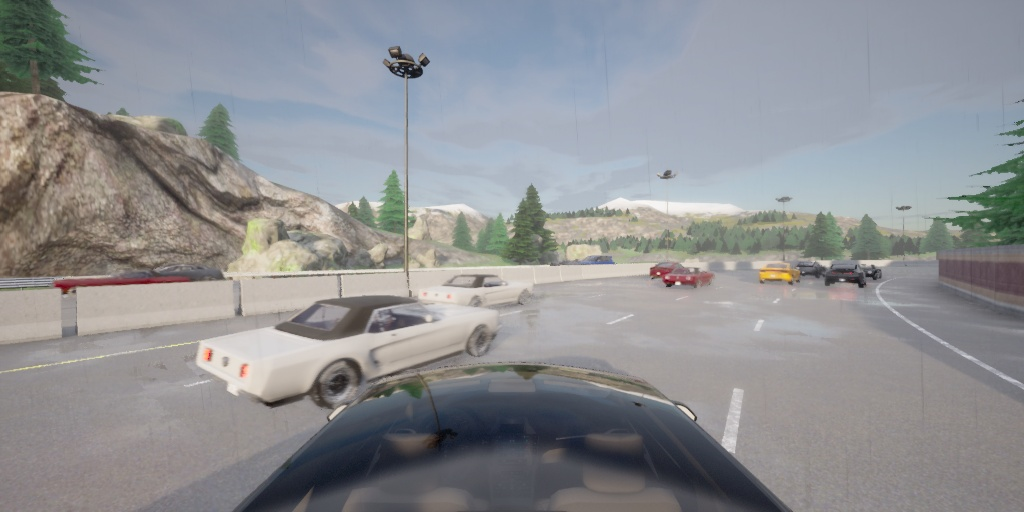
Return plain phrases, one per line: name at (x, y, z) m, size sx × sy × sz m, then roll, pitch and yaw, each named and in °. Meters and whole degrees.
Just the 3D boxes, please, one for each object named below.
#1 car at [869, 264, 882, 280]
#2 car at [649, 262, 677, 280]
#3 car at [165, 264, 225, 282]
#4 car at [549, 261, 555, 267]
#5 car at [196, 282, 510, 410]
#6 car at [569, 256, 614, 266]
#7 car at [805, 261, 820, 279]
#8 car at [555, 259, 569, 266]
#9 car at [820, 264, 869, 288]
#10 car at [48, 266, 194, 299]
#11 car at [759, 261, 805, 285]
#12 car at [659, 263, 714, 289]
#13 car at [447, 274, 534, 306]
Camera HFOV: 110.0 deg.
car at (30.409, 1.351, 30.977) m, size 4.718 × 1.301 × 1.895 m, roll 0°, pitch 0°, yaw -39°
car at (13.267, 1.227, 29.894) m, size 5.008 × 1.535 × 1.882 m, roll 0°, pitch 0°, yaw -45°
car at (-21.003, 1.241, 22.338) m, size 2.128 × 1.511 × 4.902 m, roll 0°, pitch 0°, yaw 36°
car at (7.422, 1.108, 53.143) m, size 4.181 × 1.385 × 1.994 m, roll 0°, pitch 0°, yaw -40°
car at (-2.213, 1.350, 6.283) m, size 1.895 × 1.301 × 4.718 m, roll 0°, pitch 0°, yaw 35°
car at (9.461, 0.973, 40.975) m, size 5.566 × 2.045 × 2.150 m, roll 0°, pitch 0°, yaw -42°
car at (27.658, 1.241, 33.234) m, size 4.902 × 1.511 × 2.128 m, roll 0°, pitch 0°, yaw -39°
car at (8.018, 1.242, 44.367) m, size 4.902 × 1.511 × 2.128 m, roll 0°, pitch 0°, yaw -42°
car at (22.476, 1.255, 24.136) m, size 4.892 × 1.490 × 1.837 m, roll 0°, pitch 0°, yaw -43°
car at (-19.657, 1.351, 18.190) m, size 1.895 × 1.301 × 4.718 m, roll 0°, pitch 0°, yaw 35°
car at (19.726, 1.228, 26.350) m, size 5.008 × 1.535 × 1.882 m, roll 0°, pitch 0°, yaw -44°
car at (11.501, 1.351, 23.154) m, size 1.895 × 1.301 × 4.718 m, roll 0°, pitch 0°, yaw 43°
car at (-1.114, 1.351, 13.725) m, size 1.895 × 1.301 × 4.718 m, roll 0°, pitch 0°, yaw 37°
